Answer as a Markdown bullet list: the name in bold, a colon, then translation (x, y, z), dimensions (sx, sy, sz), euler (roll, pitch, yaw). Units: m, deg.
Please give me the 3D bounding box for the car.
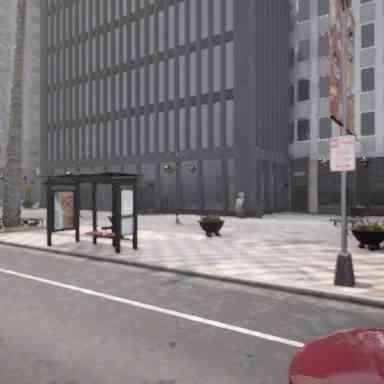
- **car**: translation (2.857, 1.523, 1.771), dimensions (4.674, 1.442, 1.812), euler (0, 0, 37)
